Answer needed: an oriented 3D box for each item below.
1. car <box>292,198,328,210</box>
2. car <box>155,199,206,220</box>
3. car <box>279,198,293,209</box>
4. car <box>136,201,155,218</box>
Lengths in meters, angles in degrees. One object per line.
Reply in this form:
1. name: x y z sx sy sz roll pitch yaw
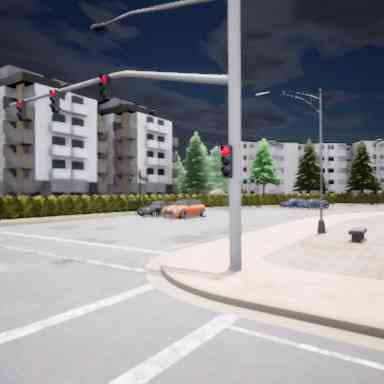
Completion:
1. car: 16.251 1.601 44.672 4.674 1.442 1.812 0 0 -27
2. car: -0.731 1.455 29.541 2.097 1.767 4.553 0 0 36
3. car: 14.714 1.619 47.798 4.674 1.442 1.812 0 0 -27
4. car: -3.224 1.628 32.073 1.837 1.490 4.892 -1 0 37
